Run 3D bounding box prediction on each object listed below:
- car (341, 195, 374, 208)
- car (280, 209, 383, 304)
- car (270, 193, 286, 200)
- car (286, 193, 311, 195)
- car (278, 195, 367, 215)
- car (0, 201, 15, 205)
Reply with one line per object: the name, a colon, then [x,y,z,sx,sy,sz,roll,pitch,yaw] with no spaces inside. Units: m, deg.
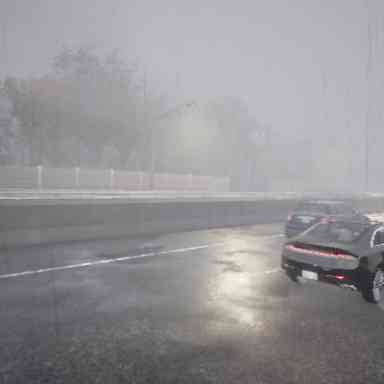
car: [21.415,1.165,42.936,5.357,1.411,2.033,0,2,-42]
car: [4.085,1.409,8.066,4.902,1.511,2.128,0,2,-42]
car: [13.858,0.850,50.249,4.718,1.301,1.895,0,2,-42]
car: [15.873,0.893,47.352,4.674,1.442,1.812,1,1,-42]
car: [6.082,1.178,14.601,4.553,1.767,2.097,0,2,-42]
car: [-10.245,0.897,14.226,4.892,1.490,1.837,0,2,-42]
